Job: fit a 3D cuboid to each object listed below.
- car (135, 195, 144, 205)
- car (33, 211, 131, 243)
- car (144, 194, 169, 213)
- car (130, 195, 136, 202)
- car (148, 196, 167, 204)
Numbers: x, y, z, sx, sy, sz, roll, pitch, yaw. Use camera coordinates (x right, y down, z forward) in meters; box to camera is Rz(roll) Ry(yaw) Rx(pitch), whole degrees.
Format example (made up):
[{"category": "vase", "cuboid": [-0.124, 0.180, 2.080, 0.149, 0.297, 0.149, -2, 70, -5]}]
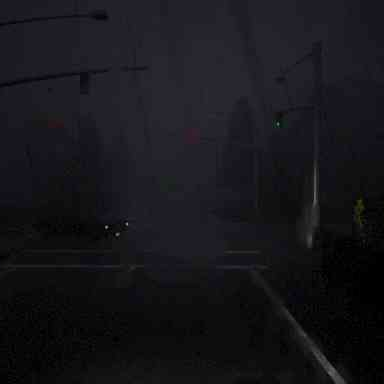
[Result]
[{"category": "car", "cuboid": [-8.142, 1.505, 59.002, 1.837, 1.490, 4.892, 0, 0, -23]}, {"category": "car", "cuboid": [-5.287, 1.601, 16.025, 4.718, 1.301, 1.895, 0, 0, 27]}, {"category": "car", "cuboid": [-3.753, 1.221, 37.172, 2.150, 2.045, 5.566, 0, 0, -2]}, {"category": "car", "cuboid": [-12.428, 1.433, 73.166, 5.008, 1.535, 1.882, 0, 0, 42]}, {"category": "car", "cuboid": [-6.724, 1.547, 64.768, 2.033, 1.411, 5.357, 0, 0, -26]}]
